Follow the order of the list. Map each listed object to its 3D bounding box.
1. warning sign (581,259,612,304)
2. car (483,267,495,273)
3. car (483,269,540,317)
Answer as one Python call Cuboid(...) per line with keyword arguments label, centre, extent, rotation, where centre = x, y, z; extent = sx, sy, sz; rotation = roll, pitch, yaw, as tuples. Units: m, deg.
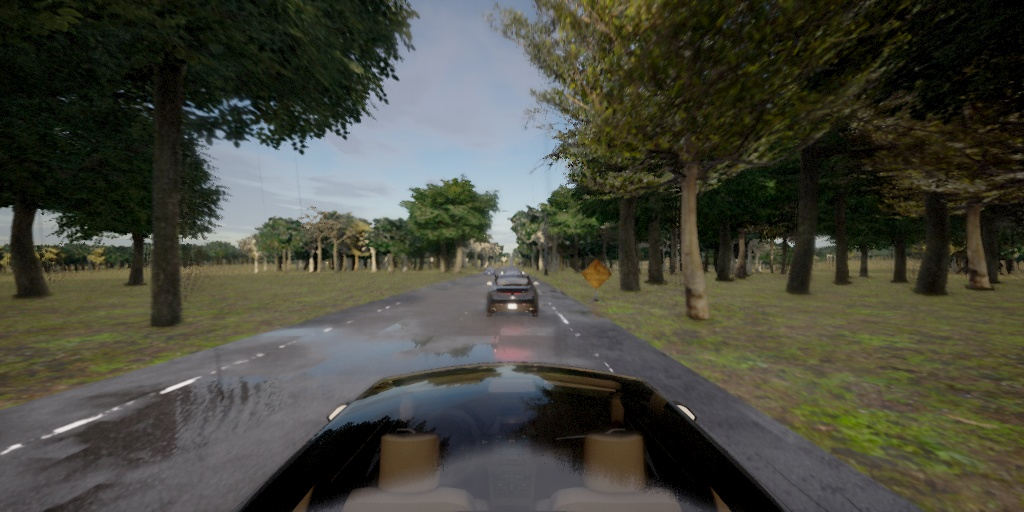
Cuboid(label="warning sign", centre=(3.547, 1.044, 15.134), extent=(1.300, 1.860, 1.060), rotation=(0, 0, 0))
Cuboid(label="car", centre=(-3.564, 2.496, 58.530), extent=(2.033, 1.411, 5.357), rotation=(0, -2, 1))
Cuboid(label="car", centre=(0.040, 1.423, 14.129), extent=(1.837, 1.490, 4.892), rotation=(0, 0, 1))
